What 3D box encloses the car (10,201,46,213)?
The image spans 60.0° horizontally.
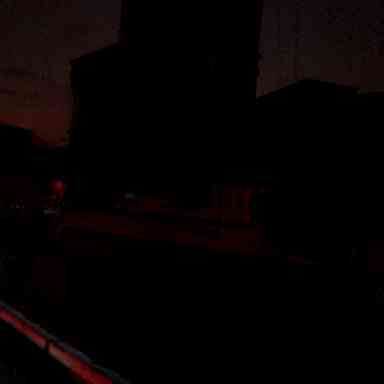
[{"bbox_3d":[-19.816,1.805,40.528,2.033,1.411,5.357,4,-1,3],"label":"car"}]

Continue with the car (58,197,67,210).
[{"bbox_3d":[-18.274,1.812,51.824,2.150,2.045,5.566,5,-1,19],"label":"car"}]
